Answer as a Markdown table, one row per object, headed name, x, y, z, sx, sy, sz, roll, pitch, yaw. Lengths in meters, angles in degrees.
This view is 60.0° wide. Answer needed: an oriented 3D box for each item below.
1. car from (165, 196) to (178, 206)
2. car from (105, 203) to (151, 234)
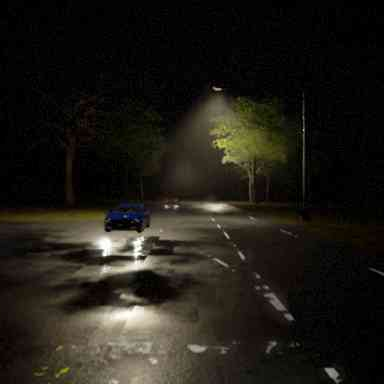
| name | x | y | z | sx | sy | sz | roll | pitch | yaw |
| --- | --- | --- | --- | --- | --- | --- | --- | --- | --- |
| car | -3.601 | 1.484 | 58.634 | 2.097 | 1.767 | 4.553 | 0 | 0 | 0 |
| car | -3.502 | 1.391 | 18.838 | 1.882 | 1.535 | 5.008 | 1 | -1 | 0 |
